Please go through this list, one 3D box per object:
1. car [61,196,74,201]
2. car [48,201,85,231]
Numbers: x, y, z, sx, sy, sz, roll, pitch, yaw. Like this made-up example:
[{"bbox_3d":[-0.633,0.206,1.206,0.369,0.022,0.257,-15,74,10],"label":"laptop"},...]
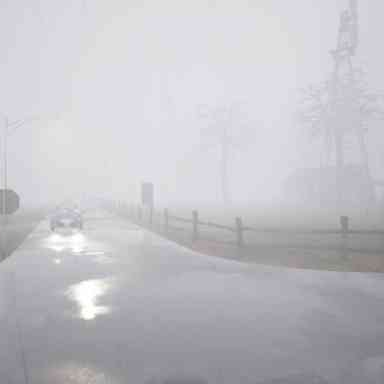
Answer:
[{"bbox_3d":[-23.896,1.557,63.870,2.097,1.767,4.553,1,0,-20],"label":"car"},{"bbox_3d":[-7.897,1.540,21.048,2.128,1.511,4.902,1,0,-20],"label":"car"}]
